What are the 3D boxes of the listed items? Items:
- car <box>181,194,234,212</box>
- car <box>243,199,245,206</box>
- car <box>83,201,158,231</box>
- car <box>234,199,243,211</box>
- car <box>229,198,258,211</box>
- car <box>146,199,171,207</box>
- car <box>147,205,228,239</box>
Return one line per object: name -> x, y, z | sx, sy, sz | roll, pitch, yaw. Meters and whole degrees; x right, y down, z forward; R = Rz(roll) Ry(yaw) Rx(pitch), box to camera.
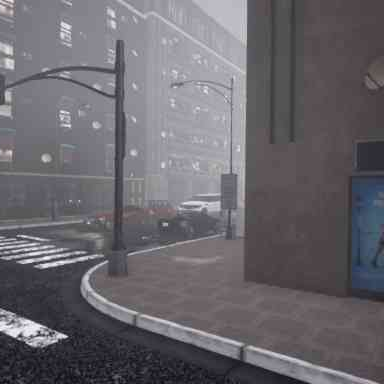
car -> 1.144, 1.171, 28.905 | 2.150, 2.045, 5.566 | 1, 1, 35
car -> 7.017, 1.289, 37.261 | 2.097, 1.767, 4.553 | 1, 1, 35
car -> -4.530, 1.487, 20.820 | 1.812, 1.442, 4.674 | 1, 1, 35
car -> 3.096, 1.223, 35.979 | 2.192, 1.841, 5.009 | 1, 1, 35
car -> 6.302, 1.483, 40.556 | 1.802, 1.307, 4.206 | 1, 1, 35
car -> -3.322, 1.362, 26.830 | 1.967, 1.590, 4.097 | 1, 1, 35
car -> -0.081, 1.599, 17.733 | 1.947, 1.339, 4.313 | 1, 1, 35
